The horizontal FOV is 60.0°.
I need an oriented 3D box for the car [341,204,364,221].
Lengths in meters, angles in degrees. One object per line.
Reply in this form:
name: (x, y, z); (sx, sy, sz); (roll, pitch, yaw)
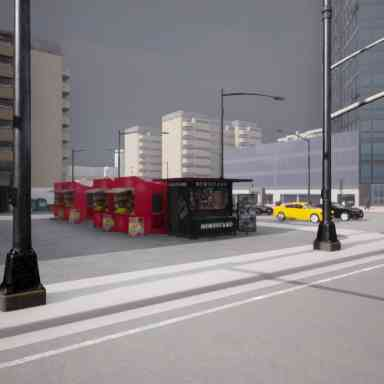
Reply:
car: (12.052, 1.587, 28.553); (1.882, 1.535, 5.008); (0, -1, -36)

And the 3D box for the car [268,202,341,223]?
car: (8.948, 1.589, 26.838); (1.882, 1.535, 5.008); (0, -1, -38)

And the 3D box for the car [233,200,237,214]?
car: (3.127, 1.455, 34.907); (2.150, 2.045, 5.566); (0, -1, -36)

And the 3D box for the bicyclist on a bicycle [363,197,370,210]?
bicyclist on a bicycle: (22.309, 1.466, 42.475); (1.656, 1.620, 0.582); (0, 0, -36)

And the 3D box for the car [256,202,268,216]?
car: (6.771, 1.778, 35.835); (1.994, 1.385, 4.181); (0, -1, -36)
